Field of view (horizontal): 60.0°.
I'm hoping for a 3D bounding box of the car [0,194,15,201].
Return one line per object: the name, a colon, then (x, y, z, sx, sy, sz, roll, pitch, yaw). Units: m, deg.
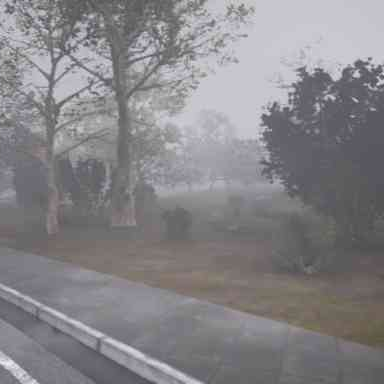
car: (-39.110, 1.164, 71.124, 1.994, 1.385, 4.181, -2, 2, 12)
